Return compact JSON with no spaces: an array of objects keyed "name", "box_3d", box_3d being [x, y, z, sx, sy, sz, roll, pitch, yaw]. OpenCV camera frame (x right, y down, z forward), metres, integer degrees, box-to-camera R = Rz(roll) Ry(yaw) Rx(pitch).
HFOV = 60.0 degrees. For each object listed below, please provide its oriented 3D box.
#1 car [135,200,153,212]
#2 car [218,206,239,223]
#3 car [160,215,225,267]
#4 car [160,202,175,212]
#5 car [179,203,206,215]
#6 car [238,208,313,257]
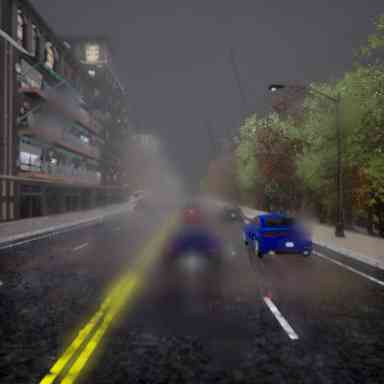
[{"name":"car","box_3d":[-6.630,1.850,46.320,2.097,1.767,4.553,0,-1,0]},{"name":"car","box_3d":[3.273,1.860,27.567,1.994,1.385,4.181,0,0,1]},{"name":"car","box_3d":[0.027,1.728,11.828,1.895,1.301,4.718,0,-1,1]},{"name":"car","box_3d":[-3.386,2.094,45.953,1.895,1.301,4.718,0,-1,0]},{"name":"car","box_3d":[0.024,1.645,27.356,2.097,1.767,4.553,0,-1,0]},{"name":"car","box_3d":[3.293,1.624,13.595,1.882,1.535,5.008,0,0,0]}]
